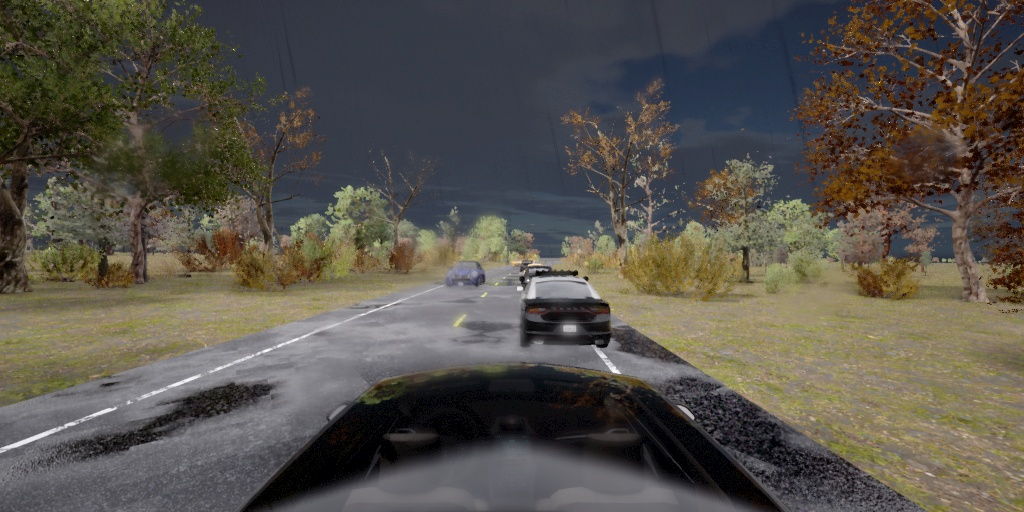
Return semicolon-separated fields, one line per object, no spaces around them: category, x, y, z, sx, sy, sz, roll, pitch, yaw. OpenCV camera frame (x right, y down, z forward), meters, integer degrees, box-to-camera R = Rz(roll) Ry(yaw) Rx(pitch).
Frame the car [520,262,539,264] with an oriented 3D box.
car;1.431;1.263;19.246;1.837;1.490;4.892;0;0;2

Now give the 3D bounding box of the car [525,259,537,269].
car;3.235;1.366;60.755;1.882;1.535;5.008;0;0;6

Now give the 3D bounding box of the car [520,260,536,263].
car;1.686;1.219;25.404;1.801;1.575;5.366;0;0;3

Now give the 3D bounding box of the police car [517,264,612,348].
police car;1.152;1.177;9.404;1.930;1.638;5.238;0;0;1

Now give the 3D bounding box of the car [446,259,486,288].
car;-3.001;1.114;23.991;2.097;1.767;4.553;0;0;3

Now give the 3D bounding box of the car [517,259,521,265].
car;2.109;1.332;47.897;1.837;1.490;4.892;0;0;6
